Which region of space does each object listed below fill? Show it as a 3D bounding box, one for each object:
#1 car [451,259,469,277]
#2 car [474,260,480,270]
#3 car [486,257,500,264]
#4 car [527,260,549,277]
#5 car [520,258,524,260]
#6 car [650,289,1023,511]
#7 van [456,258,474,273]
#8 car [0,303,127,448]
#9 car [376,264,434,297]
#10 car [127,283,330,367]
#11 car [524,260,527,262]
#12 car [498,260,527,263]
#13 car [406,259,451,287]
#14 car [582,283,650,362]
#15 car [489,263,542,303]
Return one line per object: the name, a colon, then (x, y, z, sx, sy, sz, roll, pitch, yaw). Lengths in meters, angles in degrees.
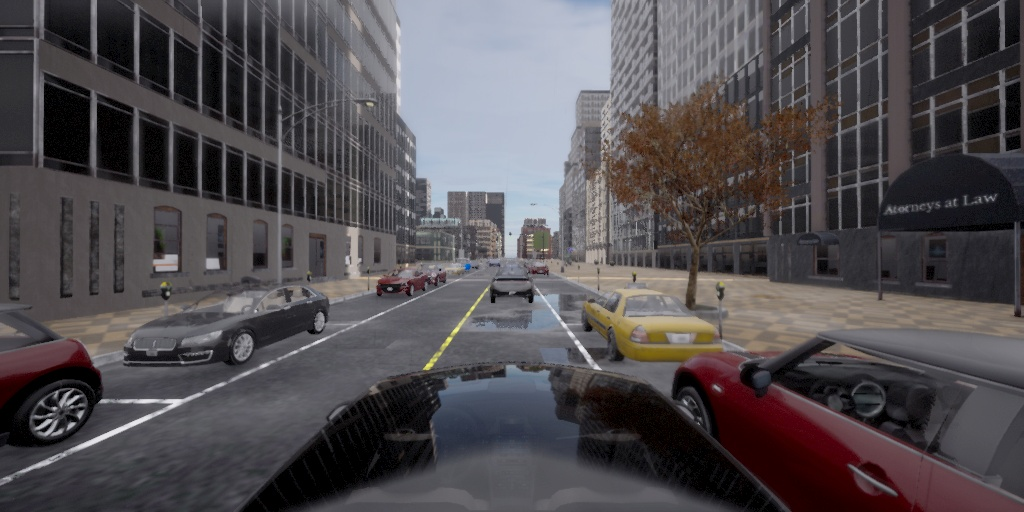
car: (-5.691, 1.276, 35.376, 1.751, 1.417, 4.829, 0, 0, 0)
car: (-5.690, 1.318, 52.164, 1.948, 1.339, 4.313, 0, 0, 0)
car: (-3.000, 1.266, 63.500, 1.882, 1.535, 5.008, 0, 0, 0)
car: (2.690, 1.296, 35.547, 1.888, 1.381, 4.507, 0, 0, 0)
car: (2.690, 1.319, 57.704, 1.948, 1.339, 4.313, 0, 0, 0)
car: (2.690, 1.188, 2.312, 1.967, 1.591, 4.097, 0, 0, 0)
van: (-5.690, 1.092, 41.086, 1.690, 1.789, 3.998, 0, 0, 0)
car: (-5.690, 1.188, 2.311, 1.967, 1.591, 4.097, 0, 0, 0)
car: (-5.690, 1.295, 18.929, 1.888, 1.381, 4.507, 0, 0, 0)
car: (-5.690, 1.299, 7.850, 2.007, 1.370, 4.403, 0, 0, 0)
car: (2.690, 1.191, 41.086, 1.967, 1.591, 4.097, 0, 0, 0)
car: (0.000, 1.324, 31.500, 1.994, 1.385, 4.181, 0, 0, 0)
car: (-5.691, 1.190, 24.468, 1.967, 1.591, 4.097, 0, 0, 0)
car: (2.690, 1.274, 8.020, 1.751, 1.417, 4.829, 0, 0, 0)
car: (0.000, 1.246, 16.500, 2.128, 1.511, 4.902, 0, 0, 0)
